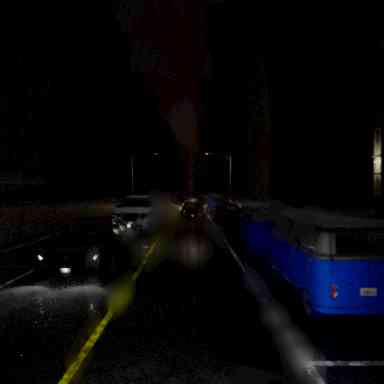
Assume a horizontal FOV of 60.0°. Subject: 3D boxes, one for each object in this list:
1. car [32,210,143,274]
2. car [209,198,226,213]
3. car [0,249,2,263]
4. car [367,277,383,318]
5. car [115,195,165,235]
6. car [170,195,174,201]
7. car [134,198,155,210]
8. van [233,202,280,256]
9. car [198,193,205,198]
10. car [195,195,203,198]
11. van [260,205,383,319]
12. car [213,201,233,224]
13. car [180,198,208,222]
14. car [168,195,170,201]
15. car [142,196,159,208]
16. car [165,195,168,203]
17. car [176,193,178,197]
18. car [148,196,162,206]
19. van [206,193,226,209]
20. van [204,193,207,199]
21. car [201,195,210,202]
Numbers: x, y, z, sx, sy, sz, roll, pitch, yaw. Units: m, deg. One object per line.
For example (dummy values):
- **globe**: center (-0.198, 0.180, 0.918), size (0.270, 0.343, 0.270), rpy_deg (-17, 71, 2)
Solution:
- **car**: center (-3.098, 1.521, 10.790), size (2.033, 1.411, 5.357), rpy_deg (0, 0, 0)
- **car**: center (2.754, 1.517, 29.769), size (1.802, 1.307, 4.206), rpy_deg (0, 0, 0)
- **car**: center (-5.764, 1.564, 7.055), size (1.802, 1.307, 4.206), rpy_deg (0, 0, 0)
- **car**: center (2.763, 1.578, 1.382), size (1.802, 1.307, 4.206), rpy_deg (0, 0, 0)
- **car**: center (-3.005, 1.178, 18.983), size (2.150, 2.045, 5.566), rpy_deg (0, 0, 0)
- **car**: center (-5.785, 1.399, 75.184), size (1.887, 1.381, 4.507), rpy_deg (0, 0, 0)
- **car**: center (-5.775, 1.466, 41.119), size (2.008, 1.369, 4.403), rpy_deg (0, 0, 0)
- **van**: center (2.759, 1.310, 12.736), size (1.690, 1.788, 3.998), rpy_deg (0, 0, 0)
- **car**: center (2.743, 1.187, 63.834), size (2.192, 1.841, 5.009), rpy_deg (0, 0, 0)
- **car**: center (0.065, 1.458, 43.159), size (2.033, 1.411, 5.357), rpy_deg (0, 0, 0)
- **van**: center (2.761, 1.323, 7.059), size (1.690, 1.788, 3.998), rpy_deg (0, 0, 0)
- **car**: center (2.756, 1.528, 24.092), size (1.802, 1.307, 4.206), rpy_deg (0, 0, 0)
- **car**: center (0.061, 1.469, 25.735), size (1.812, 1.442, 4.674), rpy_deg (0, 0, 1)
- **car**: center (-5.782, 1.399, 63.658), size (1.752, 1.417, 4.829), rpy_deg (0, 0, 0)
- **car**: center (-5.776, 1.345, 46.796), size (1.967, 1.590, 4.097), rpy_deg (0, 0, 0)
- **car**: center (-5.780, 1.449, 58.152), size (1.947, 1.339, 4.313), rpy_deg (0, 0, 0)
- **car**: center (-5.791, 1.398, 92.216), size (1.947, 1.339, 4.313), rpy_deg (0, 0, 0)
- **car**: center (-5.778, 1.420, 52.304), size (1.752, 1.417, 4.829), rpy_deg (0, 0, 0)
- **van**: center (2.752, 1.266, 35.447), size (1.690, 1.788, 3.998), rpy_deg (0, 0, 0)
- **van**: center (2.750, 1.255, 41.124), size (1.690, 1.788, 3.998), rpy_deg (0, 0, 0)
- **car**: center (2.742, 1.388, 69.683), size (1.752, 1.417, 4.829), rpy_deg (0, 0, 0)
